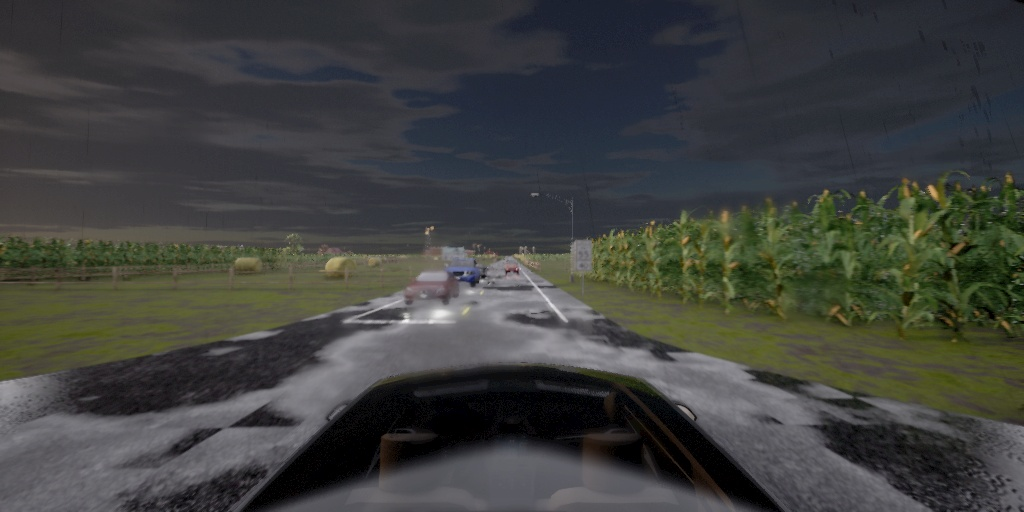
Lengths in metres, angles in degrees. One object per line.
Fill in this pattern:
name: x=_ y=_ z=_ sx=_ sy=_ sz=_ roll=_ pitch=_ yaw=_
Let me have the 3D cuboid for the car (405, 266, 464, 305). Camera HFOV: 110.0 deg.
car: x=-3.614 y=1.402 z=16.999 sx=1.812 sy=1.442 sz=4.674 roll=0 pitch=0 yaw=0

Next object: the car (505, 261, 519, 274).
car: x=0.007 y=1.720 z=47.297 sx=1.895 sy=1.301 sz=4.718 roll=0 pitch=0 yaw=0

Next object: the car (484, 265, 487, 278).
car: x=-3.613 y=1.529 z=37.374 sx=2.128 sy=1.511 sz=4.902 roll=0 pitch=0 yaw=0

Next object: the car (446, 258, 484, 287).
car: x=-3.613 y=1.179 z=26.952 sx=2.150 sy=2.045 sz=5.566 roll=0 pitch=0 yaw=0
